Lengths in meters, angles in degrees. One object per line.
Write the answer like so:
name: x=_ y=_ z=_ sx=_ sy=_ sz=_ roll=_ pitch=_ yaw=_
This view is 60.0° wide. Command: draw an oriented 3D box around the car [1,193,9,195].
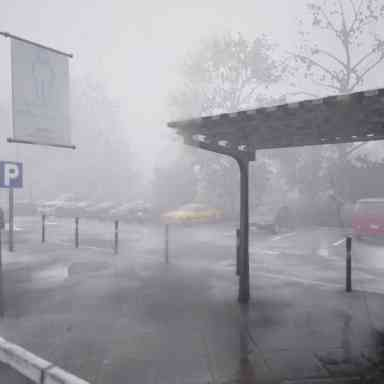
car: x=-24.745 y=1.150 z=40.370 sx=2.435 sy=2.045 sz=5.566 roll=0 pitch=0 yaw=36

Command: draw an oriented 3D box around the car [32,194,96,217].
car: x=-11.191 y=1.210 z=30.685 sx=2.435 sy=2.045 sz=5.566 roll=0 pitch=0 yaw=36

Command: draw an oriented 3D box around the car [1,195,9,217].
car: x=-17.845 y=1.442 z=35.701 sx=1.946 sy=1.575 sz=5.366 roll=0 pitch=0 yaw=36

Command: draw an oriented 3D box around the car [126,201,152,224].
car: x=-2.125 y=1.504 z=24.278 sx=2.163 sy=1.488 sz=4.792 roll=0 pitch=0 yaw=36

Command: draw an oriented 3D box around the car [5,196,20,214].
car: x=-15.696 y=1.453 z=33.932 sx=2.097 sy=1.535 sz=5.008 roll=0 pitch=0 yaw=36

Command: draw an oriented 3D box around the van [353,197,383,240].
van: x=9.218 y=1.264 z=16.281 sx=1.878 sy=1.987 sz=4.442 roll=0 pitch=0 yaw=36

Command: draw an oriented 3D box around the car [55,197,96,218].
car: x=-8.913 y=1.465 z=29.099 sx=2.097 sy=1.535 sz=5.008 roll=0 pitch=0 yaw=36

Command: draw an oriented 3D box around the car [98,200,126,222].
car: x=-4.396 y=1.472 z=25.872 sx=2.231 sy=1.521 sz=4.892 roll=0 pitch=0 yaw=36

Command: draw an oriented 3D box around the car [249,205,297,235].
car: x=4.617 y=1.513 z=19.389 sx=2.163 sy=1.488 sz=4.792 roll=0 pitch=0 yaw=36

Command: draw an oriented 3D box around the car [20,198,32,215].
car: x=-13.436 y=1.460 z=32.317 sx=2.231 sy=1.521 sz=4.892 roll=0 pitch=0 yaw=36

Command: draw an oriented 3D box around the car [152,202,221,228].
car: x=0.009 y=1.474 z=22.489 sx=1.946 sy=1.575 sz=5.366 roll=0 pitch=0 yaw=36

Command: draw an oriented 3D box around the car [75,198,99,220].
car: x=-6.655 y=1.468 z=27.485 sx=2.097 sy=1.535 sz=5.008 roll=0 pitch=0 yaw=36
